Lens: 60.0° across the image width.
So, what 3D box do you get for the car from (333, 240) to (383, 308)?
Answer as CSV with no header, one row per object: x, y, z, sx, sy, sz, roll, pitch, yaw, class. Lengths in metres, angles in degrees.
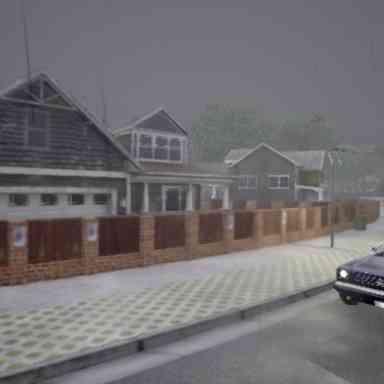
4.954,1.652,7.168,4.718,1.301,1.895,1,0,-41,car
